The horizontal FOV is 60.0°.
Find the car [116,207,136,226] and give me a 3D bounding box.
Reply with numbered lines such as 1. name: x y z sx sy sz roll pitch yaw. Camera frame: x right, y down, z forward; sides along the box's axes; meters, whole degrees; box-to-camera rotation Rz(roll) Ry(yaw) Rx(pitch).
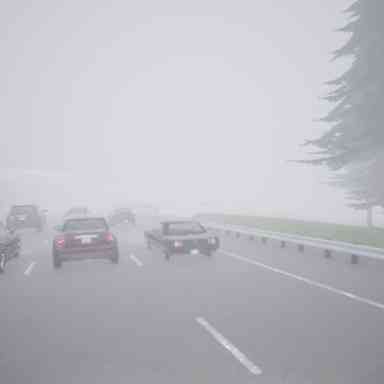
1. car: -5.942 2.051 28.138 1.837 1.490 4.892 -1 0 -19

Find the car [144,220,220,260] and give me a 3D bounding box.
1. car: -0.639 1.802 13.454 1.895 1.301 4.718 -1 -1 -19

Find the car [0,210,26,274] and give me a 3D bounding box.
1. car: -7.409 1.714 11.599 2.097 1.767 4.553 -1 -1 -19

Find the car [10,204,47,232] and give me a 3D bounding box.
1. car: -12.162 1.894 24.701 2.150 2.045 5.566 -1 -1 -19

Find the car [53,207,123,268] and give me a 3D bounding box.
1. car: -4.118 1.640 12.788 2.097 1.767 4.553 -1 -1 -19
